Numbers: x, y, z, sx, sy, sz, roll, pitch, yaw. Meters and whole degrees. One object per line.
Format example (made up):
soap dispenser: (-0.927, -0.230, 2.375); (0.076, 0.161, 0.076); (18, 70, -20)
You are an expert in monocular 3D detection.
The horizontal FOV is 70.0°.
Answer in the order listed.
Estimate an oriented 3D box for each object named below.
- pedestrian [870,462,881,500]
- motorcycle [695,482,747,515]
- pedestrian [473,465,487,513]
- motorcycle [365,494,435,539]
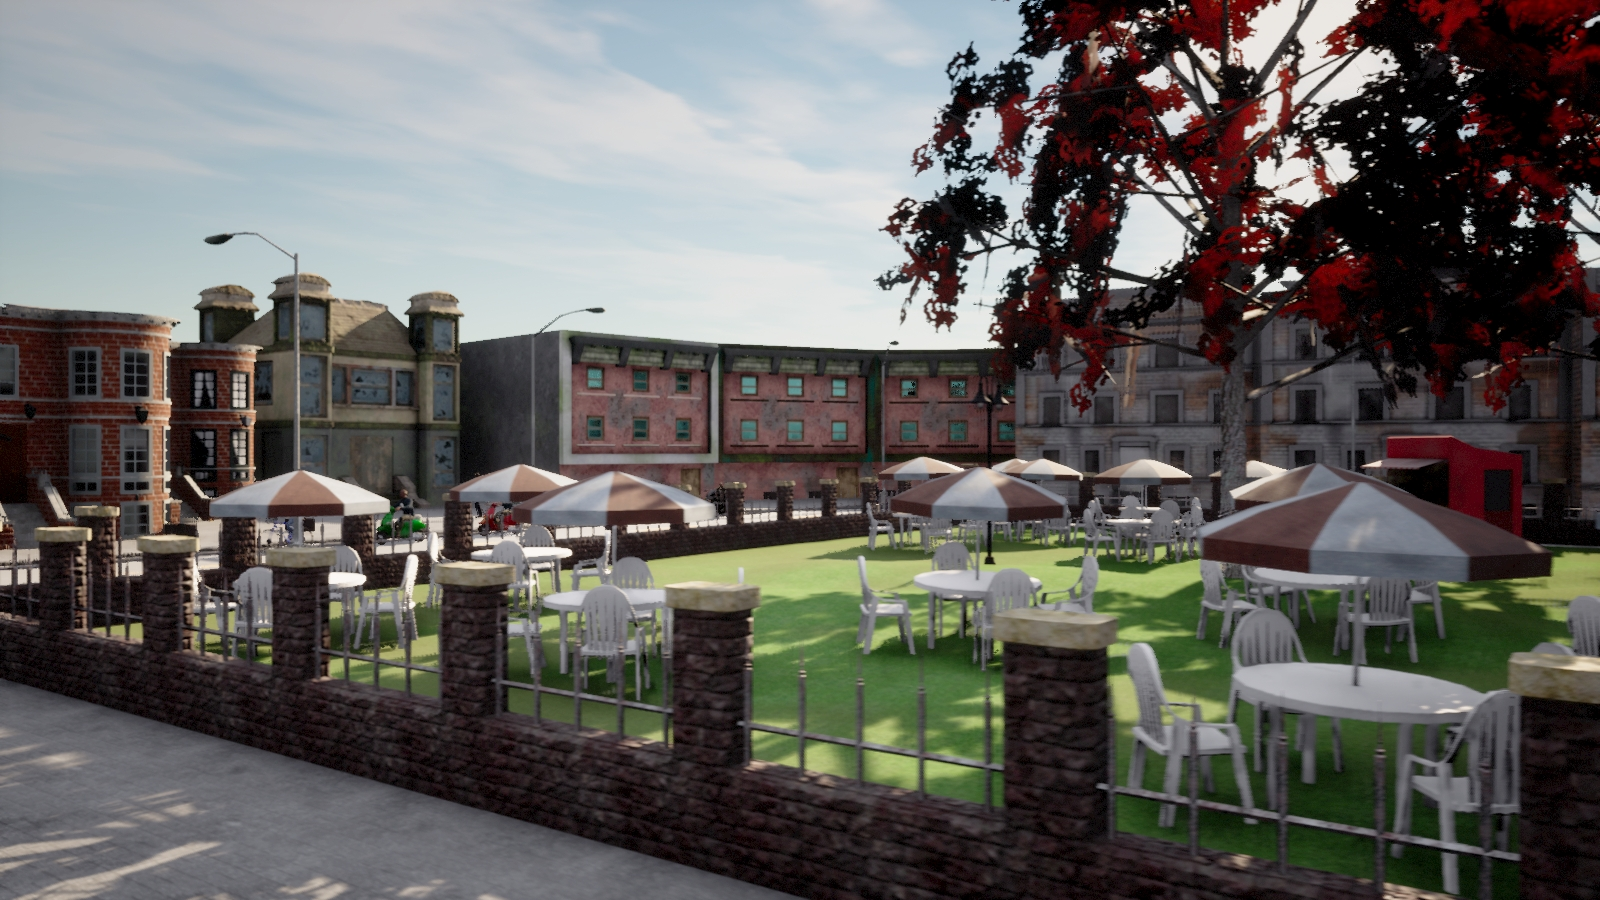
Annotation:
pedestrian: (3.712, 1.521, 56.227); (0.375, 1.860, 0.375); (0, 0, -35)
motorcycle: (-3.201, 1.981, 46.639); (0.867, 1.251, 2.209); (1, 0, 38)
pedestrian: (-12.520, 1.525, 44.683); (0.375, 1.860, 0.375); (0, 0, 35)
motorcycle: (-11.913, 1.958, 34.074); (0.856, 1.236, 1.805); (0, 0, 35)
